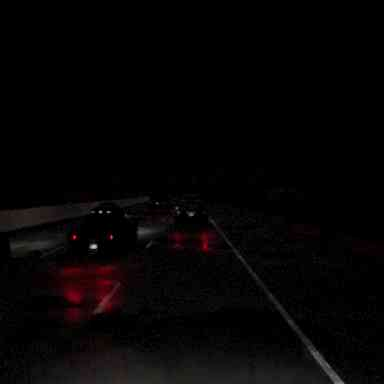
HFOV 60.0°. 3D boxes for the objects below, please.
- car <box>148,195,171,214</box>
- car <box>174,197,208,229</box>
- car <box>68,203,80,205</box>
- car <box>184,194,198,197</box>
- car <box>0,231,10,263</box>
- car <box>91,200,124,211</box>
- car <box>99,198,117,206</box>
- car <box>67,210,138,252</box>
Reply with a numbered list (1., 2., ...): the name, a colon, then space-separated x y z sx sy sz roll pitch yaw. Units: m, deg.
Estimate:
1. car: -3.633 1.300 37.364 2.150 2.045 5.566 0 0 0
2. car: -0.043 1.395 22.184 2.097 1.767 4.553 0 0 0
3. car: -17.916 1.651 52.582 1.812 1.442 4.674 0 0 0
4. car: -0.160 1.301 39.613 2.150 2.045 5.566 0 0 0
5. car: -6.971 1.518 9.167 2.128 1.511 4.902 0 0 0
6. car: -7.083 1.612 28.184 2.033 1.411 5.357 0 0 0
7. car: -14.432 1.695 57.497 1.994 1.385 4.181 0 0 0
8. car: -3.489 1.633 13.964 1.895 1.301 4.718 0 0 0
